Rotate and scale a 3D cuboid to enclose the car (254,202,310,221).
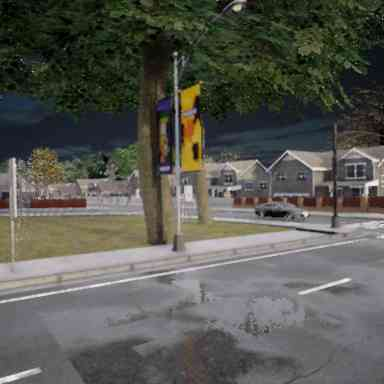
[{"bbox_3d":[7.320,1.554,27.417,2.128,1.511,4.902,-2,0,-35],"label":"car"}]
